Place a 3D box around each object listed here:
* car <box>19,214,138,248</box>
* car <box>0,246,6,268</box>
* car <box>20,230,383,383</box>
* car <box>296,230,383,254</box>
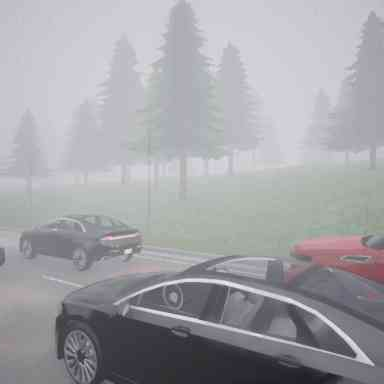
[{"bbox_3d":[-3.798,1.492,10.971,4.902,1.511,2.128,0,0,36],"label":"car"},{"bbox_3d":[-7.085,1.601,9.027,4.718,1.301,1.895,0,0,36],"label":"car"},{"bbox_3d":[0.440,1.492,3.680,4.902,1.511,2.128,0,0,36],"label":"car"},{"bbox_3d":[4.289,1.216,5.232,5.566,2.045,2.150,-1,-1,36],"label":"car"}]
